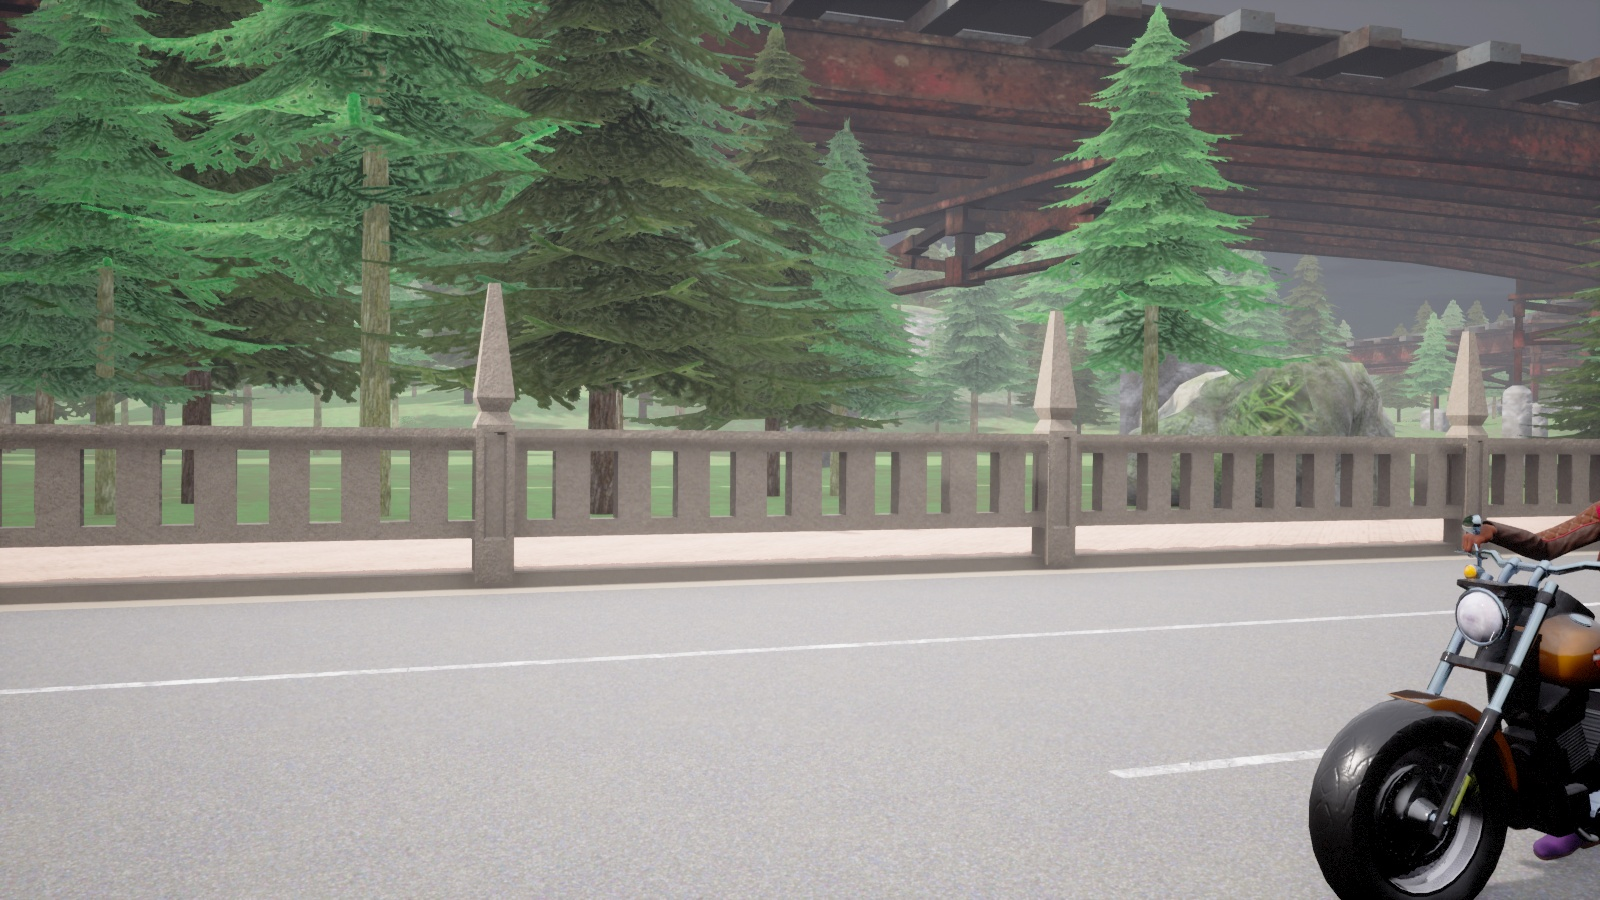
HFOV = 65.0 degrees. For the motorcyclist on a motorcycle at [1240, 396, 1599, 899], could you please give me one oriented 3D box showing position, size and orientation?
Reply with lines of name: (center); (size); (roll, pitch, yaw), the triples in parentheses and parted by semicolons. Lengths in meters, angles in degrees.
motorcyclist on a motorcycle: (2.716, 0.650, 4.271); (2.350, 1.649, 0.766); (-1, 1, -21)
